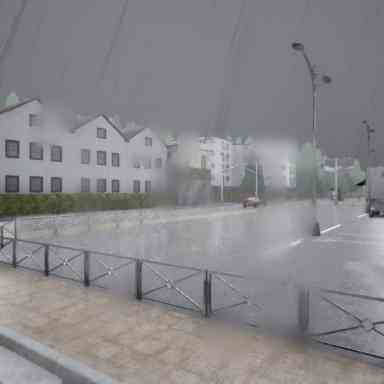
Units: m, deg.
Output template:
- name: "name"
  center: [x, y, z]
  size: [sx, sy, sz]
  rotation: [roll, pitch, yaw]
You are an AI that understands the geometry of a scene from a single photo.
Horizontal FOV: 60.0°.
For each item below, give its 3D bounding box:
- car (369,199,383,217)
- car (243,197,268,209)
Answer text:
- name: "car"
  center: [15.516, 1.298, 26.748]
  size: [2.007, 1.523, 4.514]
  rotation: [0, 0, 35]
- name: "car"
  center: [8.138, 1.334, 42.783]
  size: [1.812, 1.442, 4.674]
  rotation: [0, 0, 36]
